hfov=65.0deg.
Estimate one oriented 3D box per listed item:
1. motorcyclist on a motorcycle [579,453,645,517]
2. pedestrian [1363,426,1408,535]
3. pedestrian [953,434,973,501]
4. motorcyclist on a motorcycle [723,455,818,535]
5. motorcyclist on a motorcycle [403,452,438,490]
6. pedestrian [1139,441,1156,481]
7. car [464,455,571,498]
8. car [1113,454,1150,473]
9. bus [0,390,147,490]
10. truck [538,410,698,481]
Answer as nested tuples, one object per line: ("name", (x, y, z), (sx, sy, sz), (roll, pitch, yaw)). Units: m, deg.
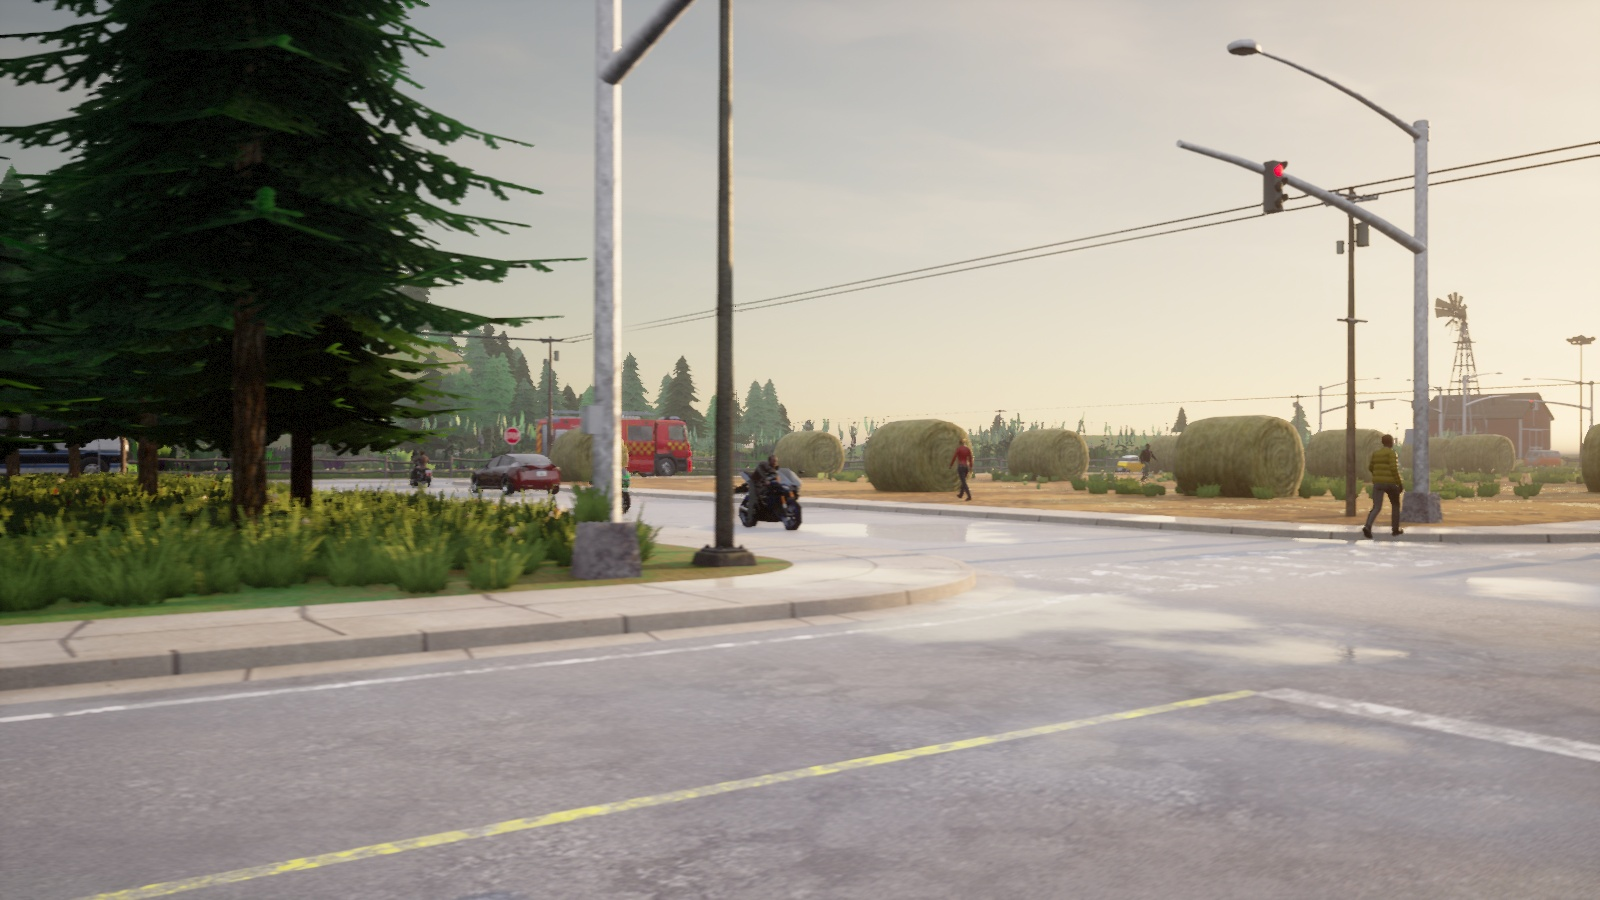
("motorcyclist on a motorcycle", (-4.707, 0.844, 31.288), (0.797, 1.523, 2.044), (0, 0, -35))
("pedestrian", (10.009, 0.515, 21.466), (0.726, 1.835, 0.370), (0, 0, -33))
("pedestrian", (4.587, 0.490, 35.335), (0.331, 1.846, 0.636), (0, 0, -17))
("motorcyclist on a motorcycle", (-0.624, 0.873, 25.355), (0.866, 1.530, 2.191), (0, 0, -35))
("motorcyclist on a motorcycle", (-16.509, 0.898, 54.612), (0.766, 1.649, 2.350), (0, 0, -35))
("pedestrian", (16.143, 0.511, 58.352), (0.431, 1.840, 0.703), (0, 0, -23))
("car", (-10.327, 0.911, 45.630), (2.163, 1.488, 4.792), (0, 0, -35))
("car", (24.405, 0.975, 92.432), (2.207, 1.376, 1.481), (0, 0, -32))
("bus", (-34.934, -0.420, 55.723), (10.273, 4.253, 3.944), (0, 0, -32))
("truck", (-10.221, -0.223, 71.011), (8.468, 3.827, 2.891), (0, 0, -32))
